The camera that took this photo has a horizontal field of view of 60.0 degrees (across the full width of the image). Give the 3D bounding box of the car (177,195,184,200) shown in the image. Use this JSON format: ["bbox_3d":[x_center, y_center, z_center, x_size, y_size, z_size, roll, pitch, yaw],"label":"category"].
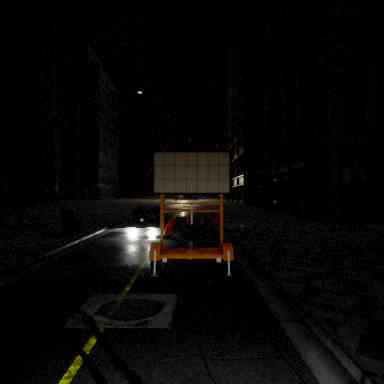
[{"bbox_3d":[-3.095,1.571,92.458,2.033,1.411,5.357,0,0,0],"label":"car"}]

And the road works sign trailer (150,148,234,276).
[{"bbox_3d":[-0.009,0.465,10.307,2.380,3.560,2.880,0,0,0],"label":"road works sign trailer"}]

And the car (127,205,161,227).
[{"bbox_3d":[-3.123,1.560,22.732,1.994,1.385,4.181,0,0,0],"label":"car"}]
